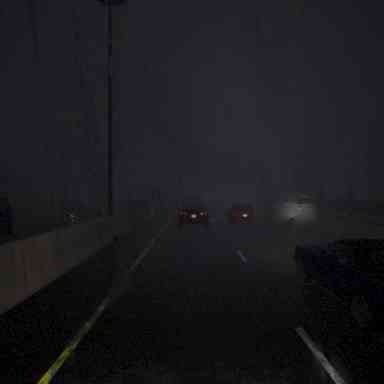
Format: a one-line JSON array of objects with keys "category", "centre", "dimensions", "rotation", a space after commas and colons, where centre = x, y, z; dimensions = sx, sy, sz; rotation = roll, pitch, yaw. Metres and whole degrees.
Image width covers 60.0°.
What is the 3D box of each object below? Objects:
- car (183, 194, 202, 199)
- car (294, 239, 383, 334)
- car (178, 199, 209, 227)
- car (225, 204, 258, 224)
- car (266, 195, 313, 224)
[{"category": "car", "centre": [0.091, 1.206, 41.250], "dimensions": [2.150, 2.045, 5.566], "rotation": [0, 0, 0]}, {"category": "car", "centre": [3.599, 1.598, 6.677], "dimensions": [1.895, 1.301, 4.718], "rotation": [0, 0, 0]}, {"category": "car", "centre": [0.098, 1.495, 22.509], "dimensions": [2.163, 1.488, 4.792], "rotation": [0, 0, 0]}, {"category": "car", "centre": [3.597, 1.555, 24.571], "dimensions": [1.994, 1.385, 4.181], "rotation": [0, 0, 0]}, {"category": "car", "centre": [7.086, 1.212, 24.605], "dimensions": [2.150, 2.045, 5.566], "rotation": [0, 0, 0]}]
